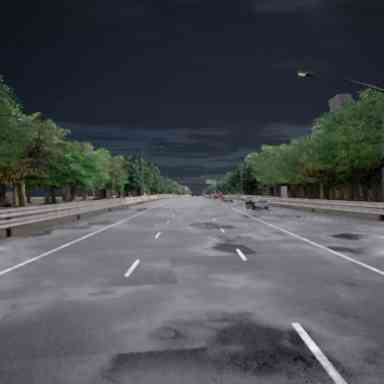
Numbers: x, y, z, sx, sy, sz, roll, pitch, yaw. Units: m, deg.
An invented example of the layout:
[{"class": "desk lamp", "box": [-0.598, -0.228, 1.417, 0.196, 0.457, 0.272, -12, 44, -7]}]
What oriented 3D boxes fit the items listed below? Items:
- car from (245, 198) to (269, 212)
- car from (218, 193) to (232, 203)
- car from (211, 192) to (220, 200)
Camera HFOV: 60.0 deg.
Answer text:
[{"class": "car", "box": [7.383, 1.412, 38.116, 2.128, 1.511, 4.902, 0, 0, -4]}, {"class": "car", "box": [7.027, 1.400, 67.660, 2.033, 1.411, 5.357, 0, 0, 0]}, {"class": "car", "box": [7.117, 1.143, 92.671, 2.150, 2.045, 5.566, 0, 0, 0]}]
